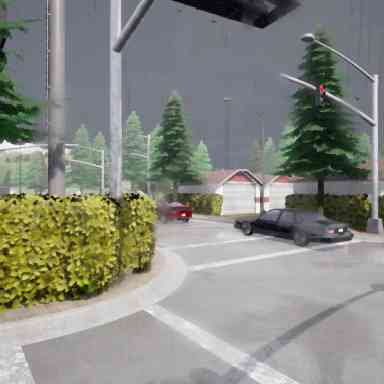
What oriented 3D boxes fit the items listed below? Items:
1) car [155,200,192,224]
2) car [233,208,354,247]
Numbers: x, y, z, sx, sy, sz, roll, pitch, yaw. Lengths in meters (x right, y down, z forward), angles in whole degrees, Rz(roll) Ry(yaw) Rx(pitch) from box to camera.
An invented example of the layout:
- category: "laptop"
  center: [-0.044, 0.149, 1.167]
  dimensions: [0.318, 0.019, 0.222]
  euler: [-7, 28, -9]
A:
- category: "car"
  center: [-1.956, 1.306, 23.366]
  dimensions: [1.882, 1.535, 5.008]
  euler: [-1, 1, -35]
- category: "car"
  center: [4.238, 1.422, 14.771]
  dimensions: [2.033, 1.411, 5.357]
  euler: [0, 2, -35]
